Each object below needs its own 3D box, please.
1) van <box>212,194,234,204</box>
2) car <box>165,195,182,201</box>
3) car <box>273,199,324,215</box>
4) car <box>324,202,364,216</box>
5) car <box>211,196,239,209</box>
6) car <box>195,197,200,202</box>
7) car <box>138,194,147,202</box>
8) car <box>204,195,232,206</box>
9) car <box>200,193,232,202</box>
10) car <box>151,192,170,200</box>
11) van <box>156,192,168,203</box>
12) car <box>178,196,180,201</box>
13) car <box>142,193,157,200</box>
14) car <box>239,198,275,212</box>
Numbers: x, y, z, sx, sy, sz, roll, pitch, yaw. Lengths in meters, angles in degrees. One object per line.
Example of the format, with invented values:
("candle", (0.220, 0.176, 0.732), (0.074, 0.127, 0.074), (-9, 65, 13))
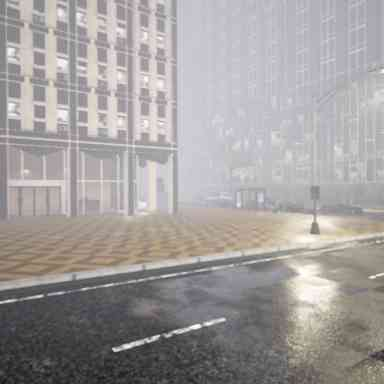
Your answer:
("van", (5.498, 1.208, 59.160), (1.690, 1.788, 3.998), (0, 0, -34))
("car", (-4.136, 1.292, 73.232), (1.802, 1.307, 4.206), (0, 0, -34))
("car", (11.317, 1.694, 35.596), (1.947, 1.339, 4.313), (0, 0, -34))
("car", (15.406, 1.702, 34.422), (1.994, 1.385, 4.181), (0, 1, -34))
("car", (4.958, 1.593, 45.020), (1.947, 1.339, 4.313), (0, 0, -34))
("car", (2.286, 1.397, 63.851), (1.802, 1.307, 4.206), (0, 0, -34))
("car", (-11.051, 1.320, 68.497), (2.008, 1.369, 4.403), (0, 0, -34))
("car", (4.314, 1.565, 50.641), (1.895, 1.301, 4.718), (0, 1, -34))
("car", (4.342, 1.123, 56.241), (2.150, 2.045, 5.566), (0, 1, -34))
("car", (-7.345, 0.973, 77.919), (2.192, 1.841, 5.009), (0, 0, -34))
("van", (-4.628, 1.215, 59.116), (1.690, 1.788, 3.998), (0, 0, -34))
("car", (-4.960, 0.972, 69.813), (2.150, 2.045, 5.566), (0, 1, -34))
("car", (-10.557, 1.045, 82.610), (1.967, 1.590, 4.097), (0, 0, -34))
("car", (8.120, 1.660, 40.297), (1.802, 1.307, 4.206), (0, 0, -34))
